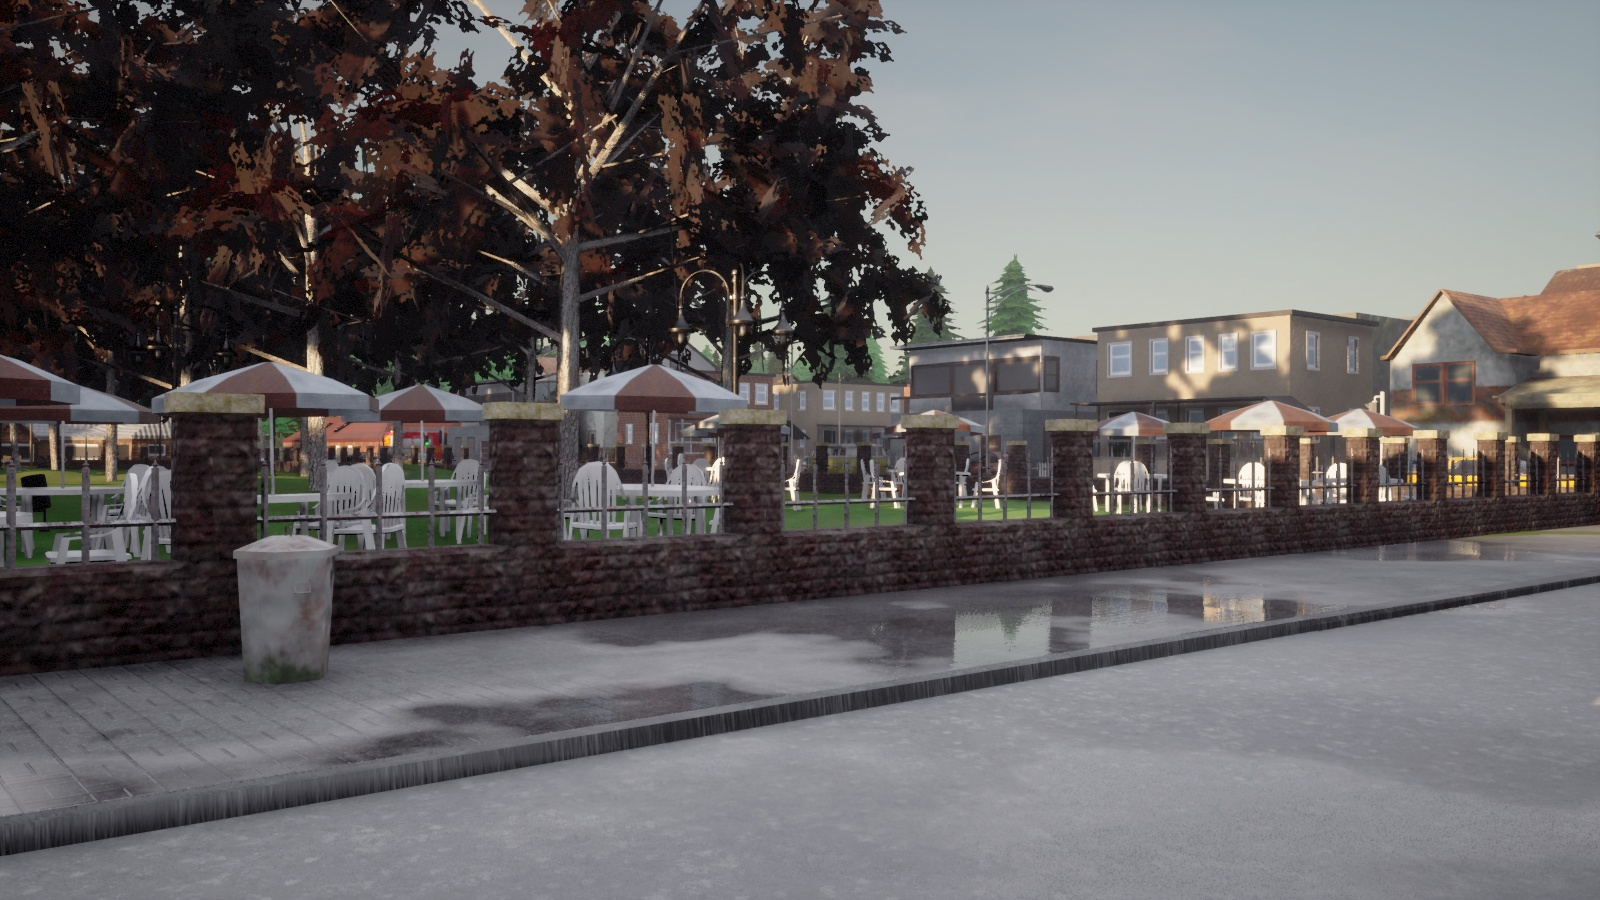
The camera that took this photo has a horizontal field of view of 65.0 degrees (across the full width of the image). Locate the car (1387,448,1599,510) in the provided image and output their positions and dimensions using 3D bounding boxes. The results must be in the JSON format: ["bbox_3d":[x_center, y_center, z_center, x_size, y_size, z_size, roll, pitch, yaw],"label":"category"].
[{"bbox_3d":[19.273,0.736,34.610,1.801,1.575,5.366,0,0,-39],"label":"car"}]

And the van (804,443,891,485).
[{"bbox_3d":[2.275,0.649,61.519,1.775,1.987,4.442,0,0,-39],"label":"van"}]

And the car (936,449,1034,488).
[{"bbox_3d":[7.996,0.766,54.583,1.851,1.617,3.988,0,0,-40],"label":"car"}]
